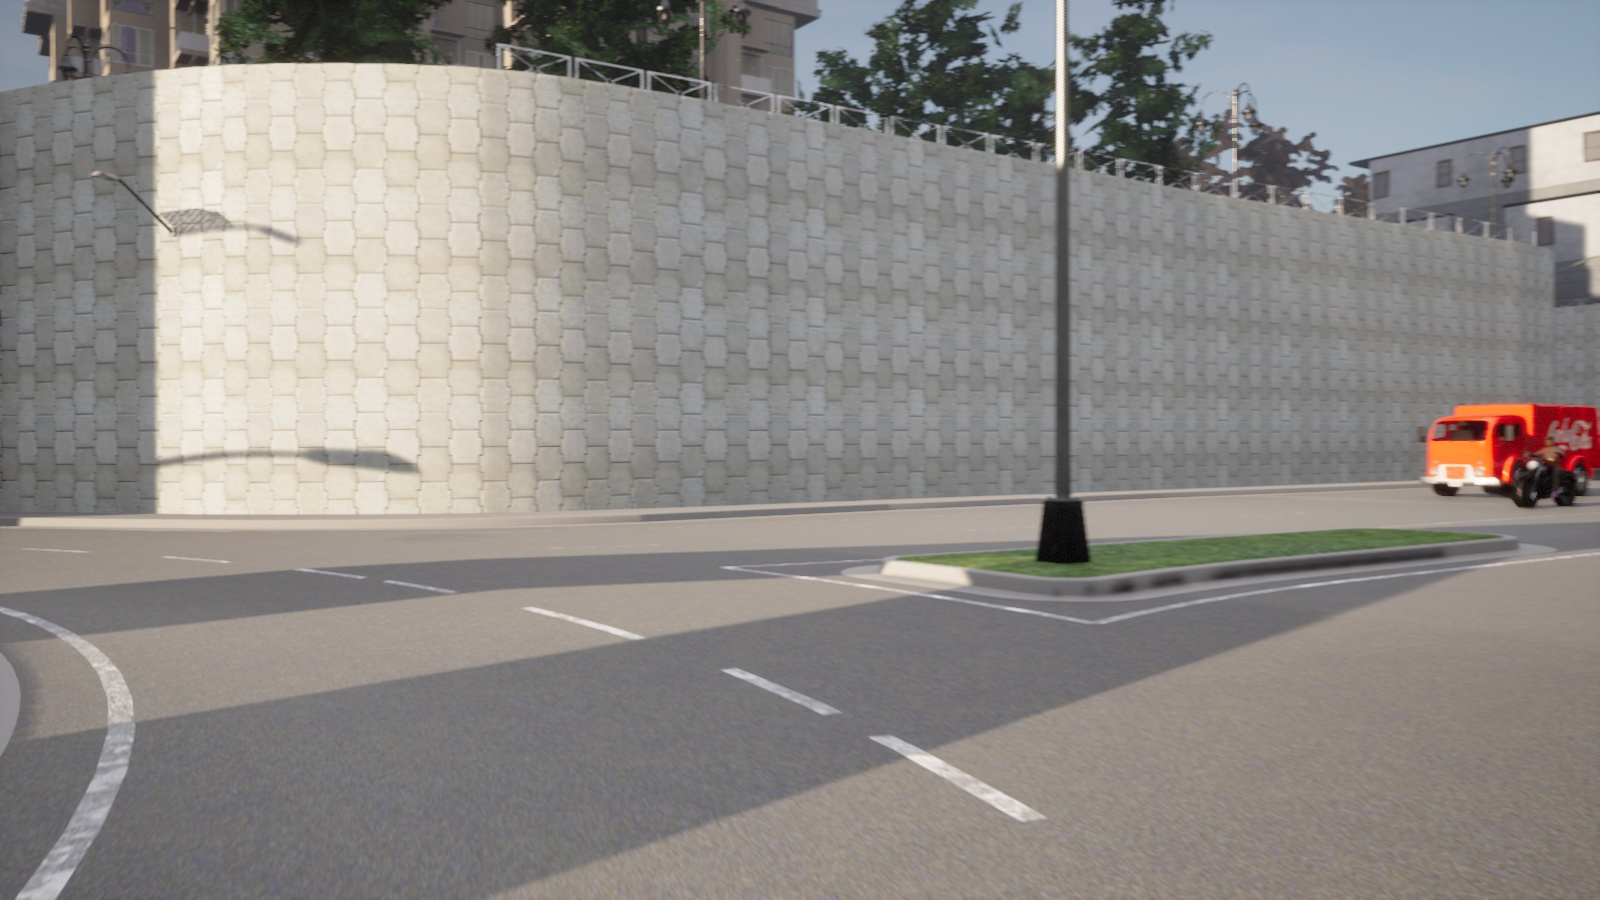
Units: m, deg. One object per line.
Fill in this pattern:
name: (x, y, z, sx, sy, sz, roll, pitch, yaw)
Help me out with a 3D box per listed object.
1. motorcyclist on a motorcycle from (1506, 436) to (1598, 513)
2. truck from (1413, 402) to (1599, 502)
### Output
motorcyclist on a motorcycle: (16.603, 0.516, 27.706, 2.350, 1.649, 0.766, 0, 0, -33)
truck: (19.067, 0.043, 33.442, 5.204, 2.467, 2.627, 0, 0, -33)
